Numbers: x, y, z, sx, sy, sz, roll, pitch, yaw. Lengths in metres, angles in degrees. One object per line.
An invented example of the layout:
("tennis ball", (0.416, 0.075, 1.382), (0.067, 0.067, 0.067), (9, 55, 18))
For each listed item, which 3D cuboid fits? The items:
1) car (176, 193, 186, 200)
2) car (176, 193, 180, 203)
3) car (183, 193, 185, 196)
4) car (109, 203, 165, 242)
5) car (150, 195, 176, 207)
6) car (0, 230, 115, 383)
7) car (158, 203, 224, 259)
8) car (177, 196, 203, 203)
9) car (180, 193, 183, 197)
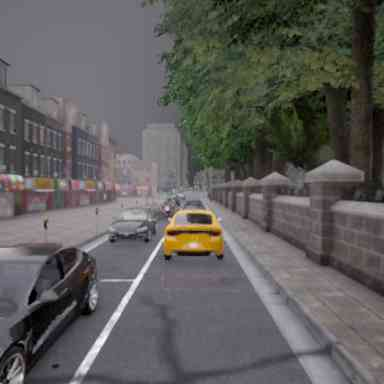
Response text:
("car", (-2.269, 0.931, 71.365), (1.947, 1.339, 4.313), (0, 1, 0))
("car", (-2.486, 1.162, 31.083), (1.967, 1.590, 4.097), (0, 1, 0))
("car", (-2.288, 0.979, 67.703), (1.802, 1.307, 4.206), (0, 1, 0))
("car", (-2.572, 1.413, 15.274), (2.008, 1.369, 4.403), (0, 1, 0))
("car", (-2.515, 1.209, 25.812), (1.967, 1.590, 4.097), (0, 1, 0))
("car", (-2.629, 1.522, 4.735), (1.947, 1.339, 4.313), (0, 1, 0))
("car", (0.093, 1.368, 12.116), (1.882, 1.535, 5.008), (0, 0, 1))
("car", (0.154, 1.315, 25.927), (2.033, 1.411, 5.357), (0, 1, 1))
("car", (-2.523, 1.113, 44.004), (1.837, 1.490, 4.892), (0, 1, 0))
